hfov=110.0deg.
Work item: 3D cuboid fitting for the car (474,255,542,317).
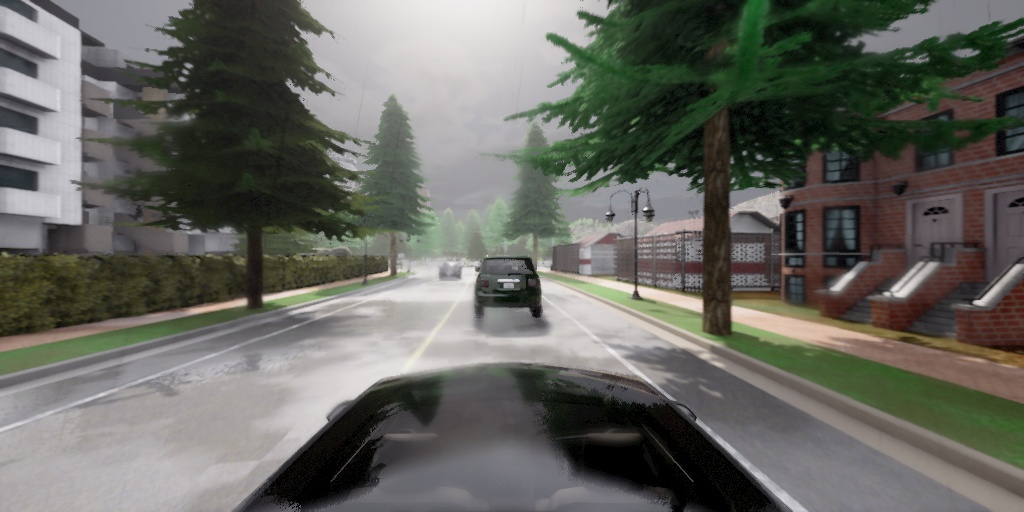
[{"bbox_3d":[-0.204,0.972,13.274,2.150,2.045,5.566,0,0,-2],"label":"car"}]

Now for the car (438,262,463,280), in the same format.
[{"bbox_3d":[-5.260,1.249,31.099,2.128,1.511,4.902,0,0,-6],"label":"car"}]

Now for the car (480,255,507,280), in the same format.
[{"bbox_3d":[-1.777,0.973,33.134,2.150,2.045,5.566,0,0,-6],"label":"car"}]
